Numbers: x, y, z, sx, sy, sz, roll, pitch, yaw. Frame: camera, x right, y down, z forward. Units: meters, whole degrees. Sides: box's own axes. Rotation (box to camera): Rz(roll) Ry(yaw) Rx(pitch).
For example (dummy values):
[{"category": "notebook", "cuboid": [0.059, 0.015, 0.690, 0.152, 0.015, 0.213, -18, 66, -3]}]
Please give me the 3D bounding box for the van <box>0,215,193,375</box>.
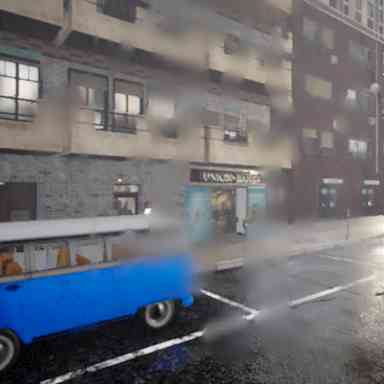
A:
[{"category": "van", "cuboid": [-1.893, 1.324, 5.192, 3.998, 1.788, 1.690, -1, 1, -36]}]
